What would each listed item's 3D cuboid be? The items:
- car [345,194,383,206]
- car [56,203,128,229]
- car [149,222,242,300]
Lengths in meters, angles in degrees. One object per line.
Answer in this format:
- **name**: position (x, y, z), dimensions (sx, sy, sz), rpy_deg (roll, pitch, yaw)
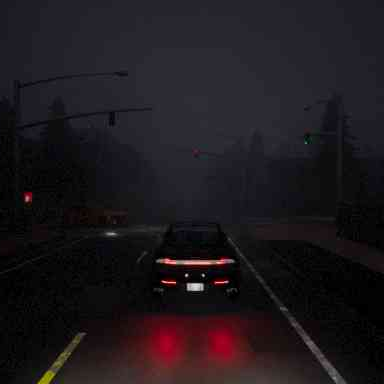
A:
- **car**: position (15.856, 1.202, 28.932), dimensions (5.566, 2.045, 2.150), rpy_deg (0, 0, -8)
- **car**: position (-6.564, 1.485, 21.747), dimensions (5.008, 1.535, 1.882), rpy_deg (0, -1, 24)
- **car**: position (0.076, 1.492, 8.398), dimensions (2.128, 1.511, 4.902), rpy_deg (0, 0, 0)
